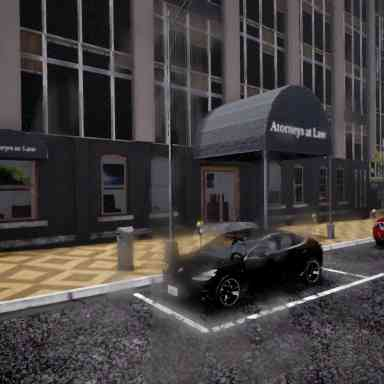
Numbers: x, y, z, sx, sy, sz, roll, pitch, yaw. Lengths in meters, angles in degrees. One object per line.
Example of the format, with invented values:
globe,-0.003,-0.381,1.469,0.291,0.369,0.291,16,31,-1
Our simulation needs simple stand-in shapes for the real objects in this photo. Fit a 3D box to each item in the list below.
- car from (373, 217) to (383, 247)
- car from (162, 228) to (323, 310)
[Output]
car,9.633,1.310,14.045,5.009,1.841,2.192,0,-1,-37
car,1.360,1.564,7.838,4.313,1.339,1.947,0,-1,-37
